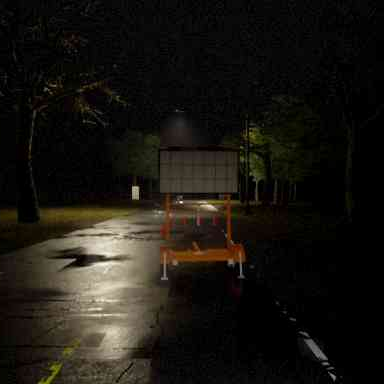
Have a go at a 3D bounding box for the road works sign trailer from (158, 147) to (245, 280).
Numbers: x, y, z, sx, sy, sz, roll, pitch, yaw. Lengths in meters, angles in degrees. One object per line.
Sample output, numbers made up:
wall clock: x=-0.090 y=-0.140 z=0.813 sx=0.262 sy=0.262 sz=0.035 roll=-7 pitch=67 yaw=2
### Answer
road works sign trailer: x=0.183 y=0.462 z=10.004 sx=2.380 sy=3.560 sz=2.880 roll=0 pitch=0 yaw=-5

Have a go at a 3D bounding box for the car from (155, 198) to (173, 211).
car: x=-3.503 y=1.522 z=42.130 sx=1.882 sy=1.535 sz=5.008 roll=0 pitch=0 yaw=0

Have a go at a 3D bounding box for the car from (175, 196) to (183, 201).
car: x=-3.304 y=1.668 z=86.296 sx=2.128 sy=1.511 sz=4.902 roll=0 pitch=0 yaw=0
